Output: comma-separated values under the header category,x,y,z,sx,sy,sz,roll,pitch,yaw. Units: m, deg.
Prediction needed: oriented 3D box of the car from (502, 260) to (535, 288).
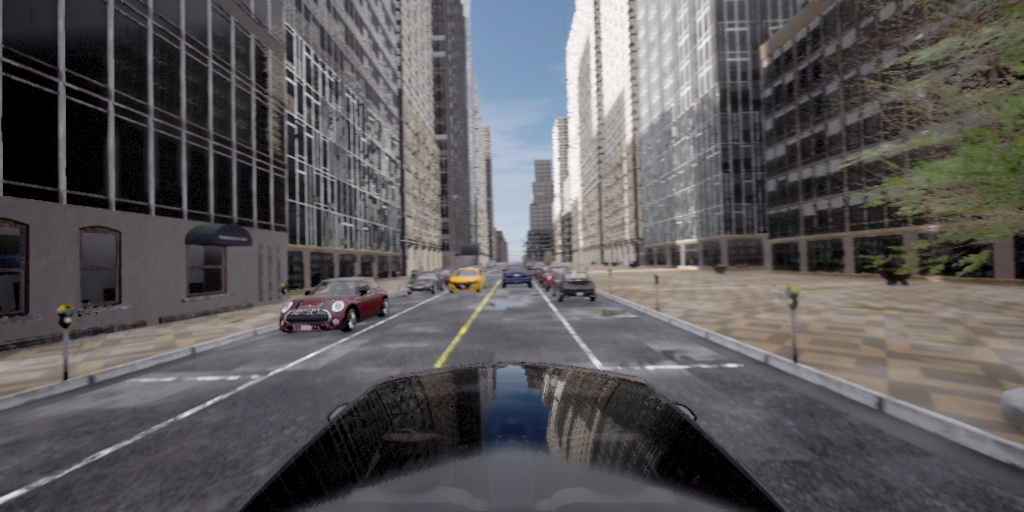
category,x,y,z,sx,sy,sz,roll,pitch,yaw
car,0.353,1.339,26.581,2.097,1.767,4.553,-2,-1,1

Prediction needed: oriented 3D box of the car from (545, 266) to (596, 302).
category,x,y,z,sx,sy,sz,roll,pitch,yaw
car,2.886,1.376,17.283,2.007,1.370,4.403,0,0,1

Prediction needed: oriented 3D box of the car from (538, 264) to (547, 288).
category,x,y,z,sx,sy,sz,roll,pitch,yaw
car,2.943,1.321,22.971,1.967,1.591,4.097,0,0,1

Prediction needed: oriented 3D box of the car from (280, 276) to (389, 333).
category,x,y,z,sx,sy,sz,roll,pitch,yaw
car,-5.547,1.441,11.699,1.967,1.591,4.097,0,0,1

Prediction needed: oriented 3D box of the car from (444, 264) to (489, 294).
category,x,y,z,sx,sy,sz,roll,pitch,yaw
car,-2.841,1.521,23.394,1.882,1.535,5.008,-2,-1,1

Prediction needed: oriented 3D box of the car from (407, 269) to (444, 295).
category,x,y,z,sx,sy,sz,roll,pitch,yaw
car,-5.434,1.662,23.075,2.007,1.370,4.403,0,0,1

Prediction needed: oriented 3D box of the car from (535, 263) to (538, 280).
category,x,y,z,sx,sy,sz,roll,pitch,yaw
car,3.000,1.481,28.660,1.888,1.381,4.507,0,0,1
